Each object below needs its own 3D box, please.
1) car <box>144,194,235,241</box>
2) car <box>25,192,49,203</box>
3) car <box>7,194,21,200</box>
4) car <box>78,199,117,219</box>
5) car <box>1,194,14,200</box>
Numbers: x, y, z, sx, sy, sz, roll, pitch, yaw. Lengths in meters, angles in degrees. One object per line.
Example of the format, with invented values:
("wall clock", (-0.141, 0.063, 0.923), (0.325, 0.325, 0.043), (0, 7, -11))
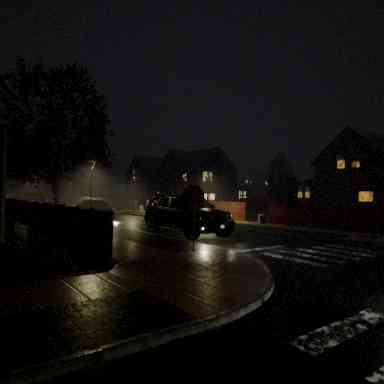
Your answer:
("car", (-0.325, 1.150, 16.781), (2.150, 2.045, 5.566), (2, -1, -37))
("car", (-20.580, 1.028, 43.971), (2.150, 2.045, 5.566), (2, -1, -37))
("car", (-38.708, 1.093, 72.784), (2.128, 1.511, 4.902), (2, -1, -37))
("car", (-7.694, 1.382, 26.598), (1.837, 1.490, 4.892), (2, 0, -37))
("car", (-44.939, 1.132, 81.104), (2.033, 1.411, 5.357), (2, -1, -37))
